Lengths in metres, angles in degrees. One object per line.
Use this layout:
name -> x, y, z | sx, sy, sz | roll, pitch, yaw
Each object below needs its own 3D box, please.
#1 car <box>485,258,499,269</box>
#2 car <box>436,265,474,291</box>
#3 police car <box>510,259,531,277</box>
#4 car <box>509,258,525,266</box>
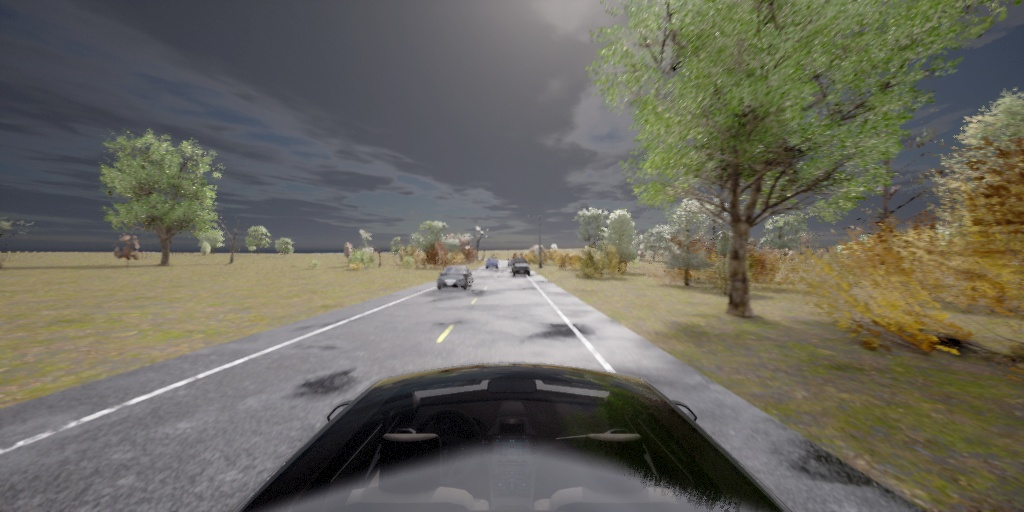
car -> -3.546, 1.330, 64.557 | 2.150, 2.045, 5.566 | 0, 0, 0
car -> -3.604, 1.377, 23.341 | 2.128, 1.511, 4.902 | 0, 0, 0
police car -> 1.030, 1.403, 39.641 | 1.930, 1.638, 5.238 | 0, 0, 0
car -> 1.025, 1.250, 49.562 | 2.150, 2.045, 5.566 | 0, 0, 0
